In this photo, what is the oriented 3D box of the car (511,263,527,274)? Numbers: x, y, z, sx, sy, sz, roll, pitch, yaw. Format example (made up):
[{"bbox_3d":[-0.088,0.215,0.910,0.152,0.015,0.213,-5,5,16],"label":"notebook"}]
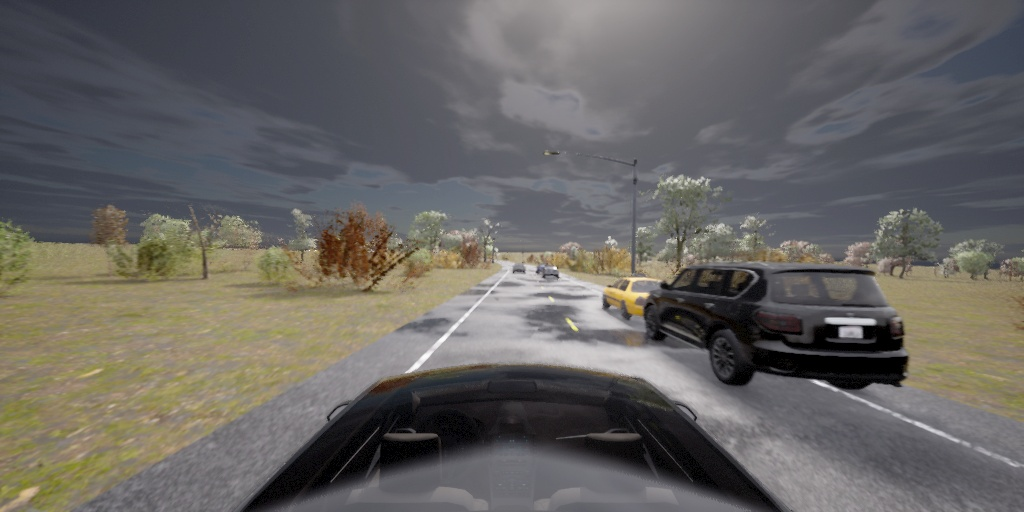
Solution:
[{"bbox_3d":[1.023,1.785,51.069,1.837,1.490,4.892,1,0,1],"label":"car"}]

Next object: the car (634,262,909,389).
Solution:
[{"bbox_3d":[4.598,1.149,7.482,2.150,2.045,5.566,1,-1,1],"label":"car"}]

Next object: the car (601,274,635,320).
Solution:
[{"bbox_3d":[4.739,1.452,13.639,1.801,1.575,5.366,1,-1,1],"label":"car"}]

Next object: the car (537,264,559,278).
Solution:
[{"bbox_3d":[4.425,1.825,41.926,2.033,1.411,5.357,1,-1,2],"label":"car"}]
